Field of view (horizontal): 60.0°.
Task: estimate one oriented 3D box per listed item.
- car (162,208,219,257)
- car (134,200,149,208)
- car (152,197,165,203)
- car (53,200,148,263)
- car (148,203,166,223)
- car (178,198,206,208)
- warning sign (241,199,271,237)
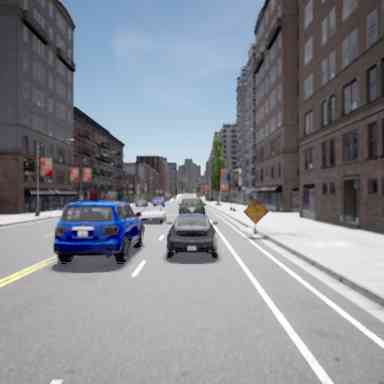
[{"bbox_3d":[0.018,1.638,13.531,1.837,1.490,4.892,0,0,0],"label":"car"},{"bbox_3d":[-9.765,2.259,64.535,2.128,1.511,4.902,0,-1,1],"label":"car"},{"bbox_3d":[-6.508,1.987,64.945,2.150,2.045,5.566,0,-1,0],"label":"car"},{"bbox_3d":[-3.241,1.346,12.572,2.150,2.045,5.566,0,0,0],"label":"car"},{"bbox_3d":[-3.234,1.879,28.267,1.895,1.301,4.718,0,-1,0],"label":"car"},{"bbox_3d":[0.010,1.496,27.578,2.150,2.045,5.566,0,0,0],"label":"car"},{"bbox_3d":[3.232,1.279,16.912,1.300,1.860,1.060,0,0,0],"label":"warning sign"}]
